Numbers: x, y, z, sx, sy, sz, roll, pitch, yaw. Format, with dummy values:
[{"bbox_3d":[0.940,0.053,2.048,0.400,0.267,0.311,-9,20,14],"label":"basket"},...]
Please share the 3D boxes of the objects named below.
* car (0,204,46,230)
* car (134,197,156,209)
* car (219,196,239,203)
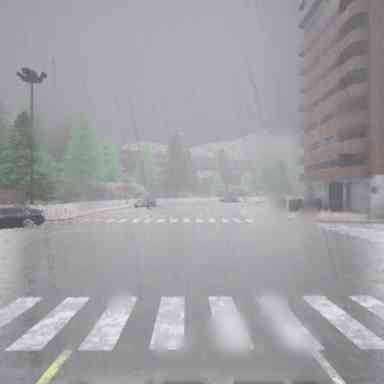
[{"bbox_3d":[-11.428,1.541,19.926,4.892,1.490,1.837,-1,7,-31],"label":"car"},{"bbox_3d":[-6.173,1.469,44.255,2.128,1.511,4.902,-1,0,11],"label":"car"},{"bbox_3d":[7.195,1.518,65.349,4.181,1.385,1.994,0,0,-38],"label":"car"}]
